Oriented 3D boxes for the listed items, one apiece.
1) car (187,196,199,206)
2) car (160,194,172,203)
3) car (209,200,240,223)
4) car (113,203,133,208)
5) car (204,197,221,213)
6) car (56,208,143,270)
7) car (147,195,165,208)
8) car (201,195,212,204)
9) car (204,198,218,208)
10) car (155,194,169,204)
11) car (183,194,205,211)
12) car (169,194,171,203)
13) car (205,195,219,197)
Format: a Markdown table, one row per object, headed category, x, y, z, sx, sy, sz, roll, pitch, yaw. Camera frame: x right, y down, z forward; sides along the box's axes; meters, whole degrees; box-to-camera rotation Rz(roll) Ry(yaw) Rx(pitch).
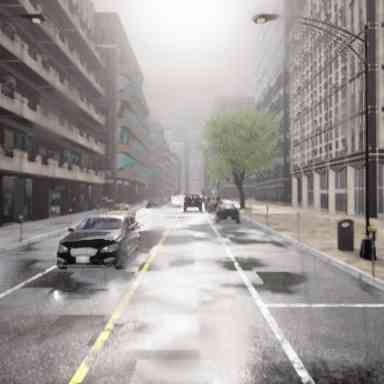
| category | x | y | z | sx | sy | sz | roll | pitch | yaw |
| --- | --- | --- | --- | --- | --- | --- | --- | --- | --- |
| car | 0.110 | 1.506 | 54.762 | 1.837 | 1.490 | 4.892 | 0 | 0 | 0 |
| car | -5.428 | 1.325 | 70.398 | 2.192 | 1.841 | 5.009 | 1 | 0 | 0 |
| car | 2.579 | 1.548 | 25.131 | 2.008 | 1.369 | 4.403 | 1 | 0 | 0 |
| car | -5.268 | 1.522 | 25.056 | 1.752 | 1.417 | 4.829 | 1 | 0 | 0 |
| car | 2.583 | 1.542 | 36.435 | 1.887 | 1.381 | 4.507 | 1 | 0 | 0 |
| car | -2.838 | 1.489 | 11.092 | 2.128 | 1.511 | 4.902 | 0 | 0 | 0 |
| car | -5.435 | 1.565 | 47.812 | 1.947 | 1.339 | 4.313 | 1 | 0 | 0 |
| car | 2.716 | 1.446 | 64.697 | 1.967 | 1.590 | 4.097 | 1 | 0 | 0 |
| car | 2.652 | 1.581 | 47.739 | 1.802 | 1.307 | 4.206 | 1 | 0 | 0 |
| car | -5.430 | 1.316 | 53.459 | 2.192 | 1.841 | 5.009 | 1 | 0 | 0 |
| car | 0.104 | 1.218 | 40.104 | 2.150 | 2.045 | 5.566 | 0 | 0 | 0 |
| car | -5.432 | 1.572 | 64.752 | 1.947 | 1.339 | 4.313 | 1 | 0 | 0 |
| car | 2.620 | 1.313 | 42.087 | 2.192 | 1.841 | 5.009 | 1 | 0 | 0 |
